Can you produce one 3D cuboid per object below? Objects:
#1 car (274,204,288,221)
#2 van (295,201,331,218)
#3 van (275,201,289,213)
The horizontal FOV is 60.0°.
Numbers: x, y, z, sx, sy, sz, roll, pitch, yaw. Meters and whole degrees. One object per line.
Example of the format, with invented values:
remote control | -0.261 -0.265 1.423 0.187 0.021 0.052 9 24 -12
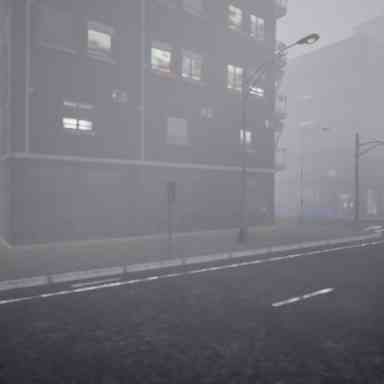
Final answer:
car | 6.706 2.120 32.188 1.802 1.307 4.206 0 0 -36
van | 13.443 1.934 37.113 1.690 1.788 3.998 0 0 -36
van | 10.123 2.007 41.625 1.690 1.788 3.998 0 0 -36
